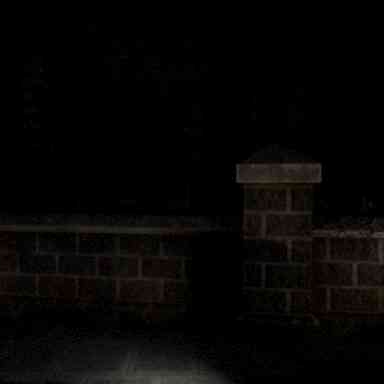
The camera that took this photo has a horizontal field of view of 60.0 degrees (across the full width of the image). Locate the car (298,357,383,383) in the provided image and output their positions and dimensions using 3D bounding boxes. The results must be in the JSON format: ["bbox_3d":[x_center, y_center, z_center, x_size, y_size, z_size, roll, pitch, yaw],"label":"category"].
[{"bbox_3d":[2.899,1.527,1.764,4.674,1.442,1.812,0,0,9],"label":"car"}]
